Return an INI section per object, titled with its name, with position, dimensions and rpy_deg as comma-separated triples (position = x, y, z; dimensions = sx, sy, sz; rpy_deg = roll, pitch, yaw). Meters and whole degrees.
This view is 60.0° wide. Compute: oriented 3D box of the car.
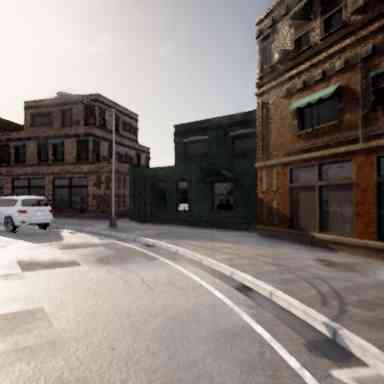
[car]
position = -10.735, 1.275, 20.168
dimensions = 5.566, 2.045, 2.150
rpy_deg = 0, -1, 36
